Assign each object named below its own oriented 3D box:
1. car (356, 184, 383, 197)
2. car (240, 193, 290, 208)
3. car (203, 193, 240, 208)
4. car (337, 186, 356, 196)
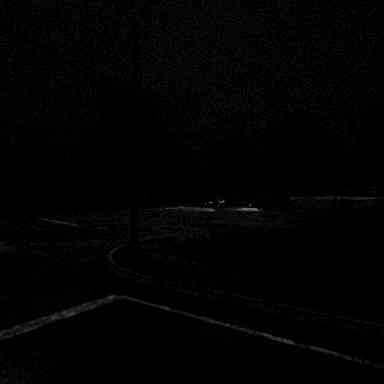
[{"bbox_3d":[25.061,-0.242,44.816,5.008,1.535,1.882,-3,2,-25],"label":"car"},{"bbox_3d":[8.059,0.857,35.135,5.357,1.411,2.033,-3,2,-34],"label":"car"},{"bbox_3d":[3.362,0.905,36.030,4.892,1.490,1.837,-3,2,-36],"label":"car"},{"bbox_3d":[23.044,-0.141,47.729,4.718,1.301,1.895,-3,2,-25],"label":"car"}]
